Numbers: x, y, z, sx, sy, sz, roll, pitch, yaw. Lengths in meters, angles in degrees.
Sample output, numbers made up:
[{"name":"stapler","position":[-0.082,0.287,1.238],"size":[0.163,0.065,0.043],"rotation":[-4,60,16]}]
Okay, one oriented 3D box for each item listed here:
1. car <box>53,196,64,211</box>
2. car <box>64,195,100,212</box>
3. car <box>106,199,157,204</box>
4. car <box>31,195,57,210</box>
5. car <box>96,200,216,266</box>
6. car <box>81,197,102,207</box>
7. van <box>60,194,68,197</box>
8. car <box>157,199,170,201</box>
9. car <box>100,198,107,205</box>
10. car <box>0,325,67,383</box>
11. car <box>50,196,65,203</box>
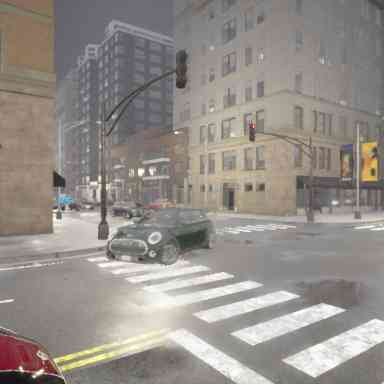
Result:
[{"name":"car","position":[-16.051,1.520,38.494],"size":[1.947,1.339,4.313],"rotation":[0,0,-35]},{"name":"car","position":[-12.672,1.452,38.112],"size":[2.128,1.511,4.902],"rotation":[0,0,-35]},{"name":"car","position":[-5.106,1.479,27.365],"size":[1.837,1.490,4.892],"rotation":[0,0,-35]},{"name":"car","position":[-19.190,1.268,42.953],"size":[2.192,1.841,5.009],"rotation":[0,0,-35]},{"name":"car","position":[-0.900,1.345,11.801],"size":[2.097,1.767,4.553],"rotation":[-1,0,28]},{"name":"car","position":[-15.868,1.508,52.168],"size":[1.752,1.417,4.829],"rotation":[0,0,-35]},{"name":"van","position":[-25.192,1.333,65.405],"size":[1.690,1.788,3.998],"rotation":[0,0,-35]},{"name":"car","position":[-3.207,1.428,34.196],"size":[1.967,1.590,4.097],"rotation":[0,0,-35]},{"name":"car","position":[-12.630,1.564,47.570],"size":[1.802,1.307,4.206],"rotation":[0,0,-35]},{"name":"car","position":[-2.843,1.352,1.441],"size":[4.553,1.767,2.097],"rotation":[0,0,-36]},{"name":"car","position":[-28.333,1.561,69.863],"size":[1.947,1.339,4.313],"rotation":[0,0,-35]}]
